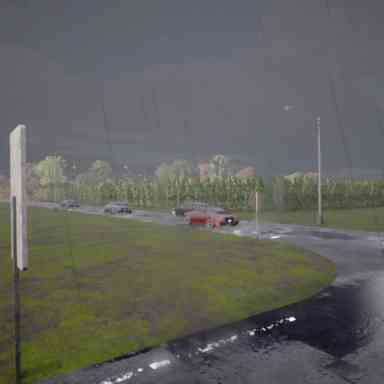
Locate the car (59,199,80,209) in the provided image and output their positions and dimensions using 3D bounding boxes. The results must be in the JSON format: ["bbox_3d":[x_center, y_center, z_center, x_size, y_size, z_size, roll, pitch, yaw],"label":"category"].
[{"bbox_3d":[-18.514,1.811,50.098,2.033,1.411,5.357,-1,0,-36],"label":"car"}]

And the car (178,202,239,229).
[{"bbox_3d":[1.217,1.632,22.493,1.994,1.385,4.181,-1,1,-35],"label":"car"}]

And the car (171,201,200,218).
[{"bbox_3d":[-0.054,1.566,29.170,1.837,1.490,4.892,-1,0,-35],"label":"car"}]

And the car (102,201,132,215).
[{"bbox_3d":[-7.993,1.692,35.455,1.994,1.385,4.181,-1,0,-36],"label":"car"}]
